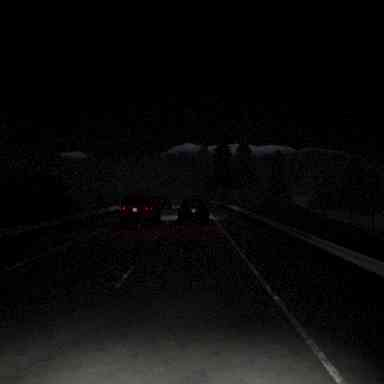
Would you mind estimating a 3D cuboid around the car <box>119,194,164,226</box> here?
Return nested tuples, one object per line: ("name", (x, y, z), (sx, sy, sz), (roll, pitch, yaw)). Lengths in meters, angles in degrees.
("car", (-3.391, 1.119, 22.413), (2.150, 2.045, 5.566), (0, 0, 0))

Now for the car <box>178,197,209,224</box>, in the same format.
("car", (0.107, 1.242, 23.730), (2.097, 1.767, 4.553), (0, 0, 0))

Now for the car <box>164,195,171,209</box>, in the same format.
("car", (-3.659, 1.160, 41.448), (2.097, 1.767, 4.553), (0, 0, -2))

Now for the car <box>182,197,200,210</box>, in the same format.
("car", (-0.150, 1.354, 41.801), (2.033, 1.411, 5.357), (0, 0, -2))
